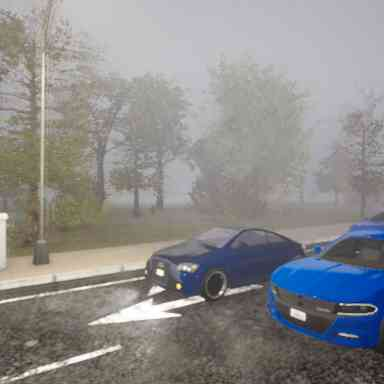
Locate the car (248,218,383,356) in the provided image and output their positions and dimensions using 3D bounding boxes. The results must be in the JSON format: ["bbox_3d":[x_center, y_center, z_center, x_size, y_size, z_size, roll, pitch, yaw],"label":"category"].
[{"bbox_3d":[3.554,1.454,6.139,5.008,1.535,1.882,0,0,-35],"label":"car"}]

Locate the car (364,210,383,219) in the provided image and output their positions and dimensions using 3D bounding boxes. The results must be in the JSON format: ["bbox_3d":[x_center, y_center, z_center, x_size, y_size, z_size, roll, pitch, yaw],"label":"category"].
[{"bbox_3d":[8.285,1.423,13.335,5.008,1.535,1.882,0,0,-34],"label":"car"}]

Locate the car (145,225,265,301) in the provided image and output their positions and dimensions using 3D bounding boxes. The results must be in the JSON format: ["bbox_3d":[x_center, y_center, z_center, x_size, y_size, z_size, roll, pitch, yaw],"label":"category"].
[{"bbox_3d":[0.967,1.543,8.281,4.181,1.385,1.994,0,0,-34],"label":"car"}]
